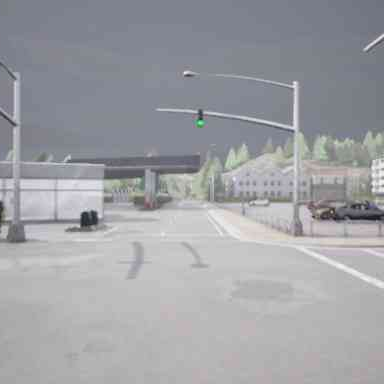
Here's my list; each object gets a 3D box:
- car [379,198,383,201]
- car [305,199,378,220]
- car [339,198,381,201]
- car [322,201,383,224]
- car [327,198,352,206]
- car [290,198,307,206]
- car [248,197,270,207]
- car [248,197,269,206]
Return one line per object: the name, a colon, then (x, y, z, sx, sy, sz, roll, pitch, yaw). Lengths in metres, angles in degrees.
car: (38.258, 2.024, 66.765, 3.806, 1.475, 1.970, 0, -1, 0)
car: (12.963, 1.676, 29.063, 5.027, 1.636, 2.152, 0, -1, 0)
car: (20.576, 1.806, 40.947, 3.633, 1.501, 1.845, 0, -1, 0)
car: (13.031, 1.648, 25.926, 4.514, 1.523, 2.007, 0, -1, 0)
car: (31.190, 2.133, 70.391, 4.514, 1.523, 2.007, 0, -1, 0)
car: (21.215, 1.850, 63.401, 4.605, 1.855, 1.932, 0, -1, 0)
car: (12.736, 2.112, 63.317, 3.806, 1.475, 1.970, 0, -1, 0)
car: (13.330, 1.868, 66.647, 3.866, 1.878, 1.905, 0, -1, 0)
